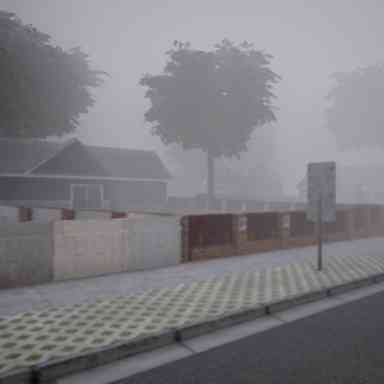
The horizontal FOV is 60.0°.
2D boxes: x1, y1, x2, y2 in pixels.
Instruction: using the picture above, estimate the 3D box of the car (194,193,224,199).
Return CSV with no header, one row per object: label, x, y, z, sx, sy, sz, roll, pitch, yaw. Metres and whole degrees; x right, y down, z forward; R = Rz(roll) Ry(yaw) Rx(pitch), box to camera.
car,2.319,1.117,39.609,2.150,2.045,5.566,1,0,-35
